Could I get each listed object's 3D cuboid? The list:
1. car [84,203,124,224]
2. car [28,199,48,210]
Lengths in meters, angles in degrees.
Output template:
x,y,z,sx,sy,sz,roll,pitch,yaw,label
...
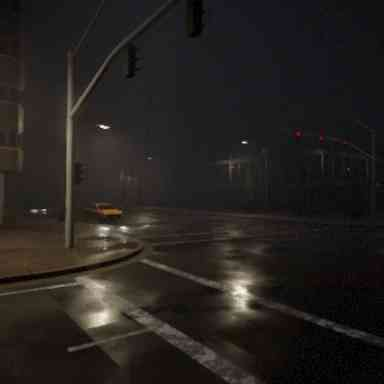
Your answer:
x,y,z,sx,sy,sz,roll,pitch,yaw,label
-7.271,1.674,27.158,1.882,1.535,5.008,1,0,-36,car
-21.970,1.696,47.335,1.994,1.385,4.181,1,0,-36,car
